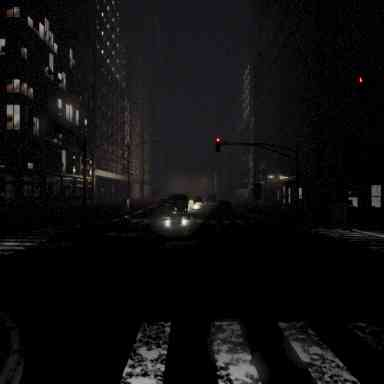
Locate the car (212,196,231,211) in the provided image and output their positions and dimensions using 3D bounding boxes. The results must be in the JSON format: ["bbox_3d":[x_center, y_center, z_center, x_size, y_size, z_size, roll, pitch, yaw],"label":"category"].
[{"bbox_3d":[3.904,1.579,41.756,1.947,1.339,4.313,0,0,0],"label":"car"}]

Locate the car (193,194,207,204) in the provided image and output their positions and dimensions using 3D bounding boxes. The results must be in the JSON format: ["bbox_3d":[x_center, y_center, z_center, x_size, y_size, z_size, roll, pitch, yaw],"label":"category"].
[{"bbox_3d":[1.275,1.524,62.977,1.812,1.442,4.674,0,0,0],"label":"car"}]

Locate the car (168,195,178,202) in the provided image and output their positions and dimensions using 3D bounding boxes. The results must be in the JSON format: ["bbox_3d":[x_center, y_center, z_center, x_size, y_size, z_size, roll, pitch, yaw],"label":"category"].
[{"bbox_3d":[-4.183,1.426,74.883,1.967,1.590,4.097,0,0,0],"label":"car"}]

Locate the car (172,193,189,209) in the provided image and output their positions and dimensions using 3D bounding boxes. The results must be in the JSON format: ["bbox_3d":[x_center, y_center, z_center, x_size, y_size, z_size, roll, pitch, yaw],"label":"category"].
[{"bbox_3d":[-1.582,1.234,46.987,2.150,2.045,5.566,0,0,0],"label":"car"}]

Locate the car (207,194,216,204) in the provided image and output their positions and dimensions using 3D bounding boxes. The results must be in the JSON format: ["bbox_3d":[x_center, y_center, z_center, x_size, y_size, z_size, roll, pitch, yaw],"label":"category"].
[{"bbox_3d":[3.750,1.313,63.865,2.192,1.841,5.009,0,0,0],"label":"car"}]

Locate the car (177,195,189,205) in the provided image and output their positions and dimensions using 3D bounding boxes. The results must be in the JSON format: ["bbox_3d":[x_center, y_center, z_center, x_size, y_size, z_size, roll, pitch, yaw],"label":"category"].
[{"bbox_3d":[-1.611,1.354,59.498,2.097,1.767,4.553,0,0,0],"label":"car"}]

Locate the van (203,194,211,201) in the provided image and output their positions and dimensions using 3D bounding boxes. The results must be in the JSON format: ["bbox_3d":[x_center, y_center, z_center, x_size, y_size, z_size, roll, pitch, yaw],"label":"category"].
[{"bbox_3d":[3.670,1.321,80.448,1.690,1.788,3.998,0,0,0],"label":"van"}]

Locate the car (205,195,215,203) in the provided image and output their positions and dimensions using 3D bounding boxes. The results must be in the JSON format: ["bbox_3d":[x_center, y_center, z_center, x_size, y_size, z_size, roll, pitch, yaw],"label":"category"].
[{"bbox_3d":[3.723,1.432,69.393,1.967,1.590,4.097,0,0,0],"label":"car"}]

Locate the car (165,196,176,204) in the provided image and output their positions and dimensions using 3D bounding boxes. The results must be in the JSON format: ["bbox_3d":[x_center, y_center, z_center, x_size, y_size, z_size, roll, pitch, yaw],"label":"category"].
[{"bbox_3d":[-4.131,1.564,63.828,1.947,1.339,4.313,0,0,0],"label":"car"}]

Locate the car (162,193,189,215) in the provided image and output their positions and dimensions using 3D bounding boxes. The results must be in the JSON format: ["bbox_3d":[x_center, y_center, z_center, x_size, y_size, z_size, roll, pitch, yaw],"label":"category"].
[{"bbox_3d":[-1.525,1.239,33.932,2.150,2.045,5.566,0,0,0],"label":"car"}]

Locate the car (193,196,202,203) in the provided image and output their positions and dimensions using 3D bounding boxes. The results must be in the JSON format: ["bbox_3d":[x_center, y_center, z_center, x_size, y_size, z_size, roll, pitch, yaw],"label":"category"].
[{"bbox_3d":[1.150,1.528,73.284,2.033,1.411,5.357,0,0,0],"label":"car"}]

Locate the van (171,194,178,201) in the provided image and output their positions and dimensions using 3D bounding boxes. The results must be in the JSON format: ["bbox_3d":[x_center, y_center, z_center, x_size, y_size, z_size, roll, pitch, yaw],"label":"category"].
[{"bbox_3d":[-4.210,1.321,80.410,1.690,1.788,3.998,0,0,0],"label":"van"}]

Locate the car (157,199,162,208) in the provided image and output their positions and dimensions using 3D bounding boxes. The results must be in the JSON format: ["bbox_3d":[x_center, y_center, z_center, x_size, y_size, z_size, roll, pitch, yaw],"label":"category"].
[{"bbox_3d":[-4.052,1.593,47.245,1.802,1.307,4.206,0,0,0],"label":"car"}]
